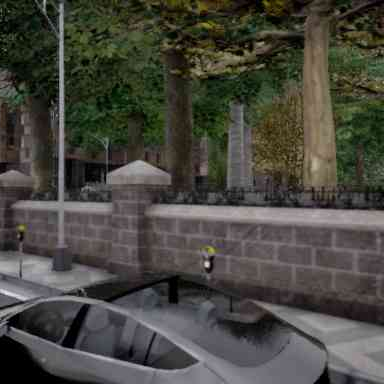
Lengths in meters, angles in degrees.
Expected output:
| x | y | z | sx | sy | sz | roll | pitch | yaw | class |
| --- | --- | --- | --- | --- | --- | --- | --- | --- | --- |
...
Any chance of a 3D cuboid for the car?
| x | y | z | sx | sy | sz | roll | pitch | yaw | class |
| --- | --- | --- | --- | --- | --- | --- | --- | --- | --- |
| -0.802 | 1.566 | 3.535 | 4.313 | 1.339 | 1.947 | 0 | 0 | 35 | car |
